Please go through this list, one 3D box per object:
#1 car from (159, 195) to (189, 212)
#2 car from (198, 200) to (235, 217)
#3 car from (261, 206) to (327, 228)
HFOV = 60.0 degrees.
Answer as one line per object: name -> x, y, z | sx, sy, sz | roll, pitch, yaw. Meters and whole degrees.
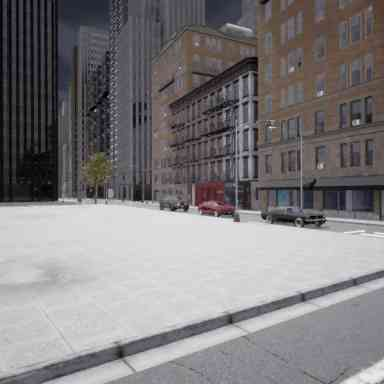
car -> -2.360, 1.412, 42.017 | 2.150, 2.045, 5.566 | 0, 0, -27
car -> 2.321, 1.608, 32.490 | 1.882, 1.535, 5.008 | 0, 0, -26
car -> 6.953, 1.676, 23.092 | 1.895, 1.301, 4.718 | 0, 0, -26
